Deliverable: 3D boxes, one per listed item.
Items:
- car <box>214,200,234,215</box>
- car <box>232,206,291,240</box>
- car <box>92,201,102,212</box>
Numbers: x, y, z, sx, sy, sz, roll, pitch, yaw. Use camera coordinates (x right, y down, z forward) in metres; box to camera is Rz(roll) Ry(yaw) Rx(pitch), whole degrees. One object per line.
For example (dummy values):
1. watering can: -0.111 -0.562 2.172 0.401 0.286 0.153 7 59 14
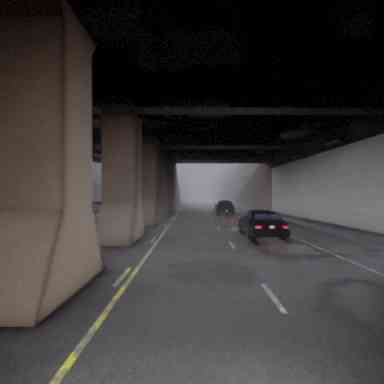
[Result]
1. car: 3.597 1.694 36.760 1.837 1.490 4.892 0 0 0
2. car: 3.598 1.637 17.433 2.033 1.411 5.357 0 0 0
3. car: -10.594 1.724 38.621 1.812 1.442 4.674 0 -1 0
